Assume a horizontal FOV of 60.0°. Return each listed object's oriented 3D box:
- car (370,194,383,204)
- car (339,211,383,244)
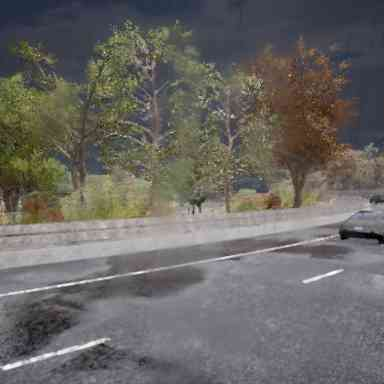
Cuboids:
[{"bbox_3d":[36.992,1.365,65.647,2.150,2.045,5.566,0,0,12],"label":"car"},{"bbox_3d":[8.925,1.607,16.388,4.181,1.385,1.994,0,0,-44],"label":"car"}]
